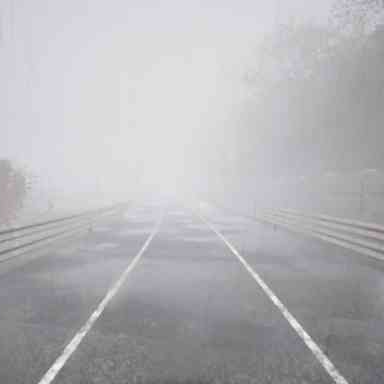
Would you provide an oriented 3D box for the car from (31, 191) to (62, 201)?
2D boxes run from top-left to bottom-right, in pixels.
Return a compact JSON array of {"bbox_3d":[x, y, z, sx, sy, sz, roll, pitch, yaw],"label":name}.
[{"bbox_3d":[-23.721,0.585,55.128,2.097,1.767,4.553,1,4,17],"label":"car"}]

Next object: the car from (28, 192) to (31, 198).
[{"bbox_3d":[-27.073,0.728,56.152,2.033,1.411,5.357,1,4,17],"label":"car"}]
